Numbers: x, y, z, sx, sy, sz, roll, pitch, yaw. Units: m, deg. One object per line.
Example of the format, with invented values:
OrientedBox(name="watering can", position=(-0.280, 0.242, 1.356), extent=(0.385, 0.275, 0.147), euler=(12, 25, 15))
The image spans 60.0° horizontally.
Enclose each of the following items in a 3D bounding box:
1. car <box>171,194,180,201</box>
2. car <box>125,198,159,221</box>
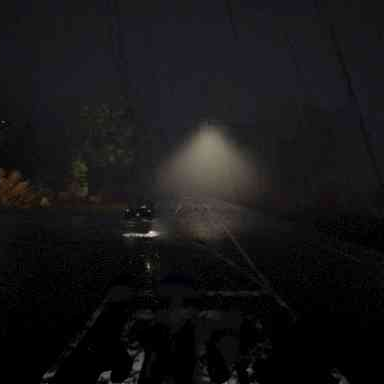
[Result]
OrientedBox(name="car", position=(-3.484, 1.074, 69.856), extent=(1.812, 1.442, 4.674), euler=(0, 0, 0))
OrientedBox(name="car", position=(-3.388, 1.173, 23.191), extent=(1.812, 1.442, 4.674), euler=(1, -1, 0))
